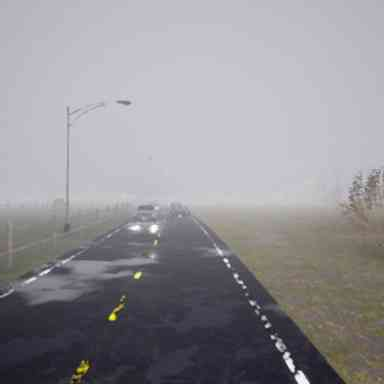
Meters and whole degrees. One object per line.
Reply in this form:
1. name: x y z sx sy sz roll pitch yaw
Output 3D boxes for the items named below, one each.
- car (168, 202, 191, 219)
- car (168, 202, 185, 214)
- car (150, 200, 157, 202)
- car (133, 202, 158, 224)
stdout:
1. car: -1.209 1.935 32.469 1.895 1.301 4.718 0 -1 -4
2. car: -2.083 2.004 43.116 2.033 1.411 5.357 0 -1 -5
3. car: -7.964 2.363 68.625 1.895 1.301 4.718 0 -1 -8
4. car: -3.837 1.799 27.787 1.812 1.442 4.674 1 -1 -4
